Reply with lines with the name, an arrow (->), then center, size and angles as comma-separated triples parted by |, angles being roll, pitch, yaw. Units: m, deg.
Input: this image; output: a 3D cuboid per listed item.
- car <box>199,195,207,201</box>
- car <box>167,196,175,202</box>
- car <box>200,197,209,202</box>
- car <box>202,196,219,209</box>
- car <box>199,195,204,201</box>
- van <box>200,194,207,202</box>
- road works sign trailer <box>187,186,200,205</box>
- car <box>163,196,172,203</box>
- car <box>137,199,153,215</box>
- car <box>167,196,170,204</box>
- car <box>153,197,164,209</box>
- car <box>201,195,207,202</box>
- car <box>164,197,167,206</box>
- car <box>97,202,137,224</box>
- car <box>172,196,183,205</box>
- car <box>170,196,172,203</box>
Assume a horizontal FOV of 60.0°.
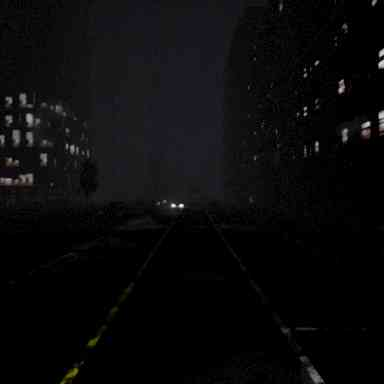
car -> 3.021, 1.660, 90.983 | 1.967, 1.590, 4.097 | 0, 0, 0
car -> -5.380, 1.776, 85.482 | 1.802, 1.307, 4.206 | 0, 0, 0
car -> 2.980, 1.767, 79.918 | 1.802, 1.307, 4.206 | 0, 0, 0
car -> 2.858, 1.646, 46.723 | 2.008, 1.369, 4.403 | 0, 0, 0
car -> 2.939, 1.592, 68.853 | 1.967, 1.590, 4.097 | 0, 0, 0
van -> 3.000, 1.544, 85.451 | 1.690, 1.788, 3.998 | 0, 0, 0
road works sign trailer -> 0.227, 0.596, 62.534 | 2.380, 3.560, 2.880 | 0, 0, 0
car -> -5.421, 1.684, 74.246 | 1.752, 1.417, 4.829 | 0, 0, 0
car -> -5.563, 1.586, 35.519 | 1.752, 1.417, 4.829 | 0, 0, 0
car -> -5.482, 1.664, 57.818 | 2.008, 1.369, 4.403 | 0, 0, 0
car -> -5.522, 1.638, 46.754 | 2.008, 1.369, 4.403 | 0, 0, 0
car -> 2.879, 1.660, 52.255 | 2.008, 1.369, 4.403 | 0, 0, 0
car -> -5.502, 1.540, 52.287 | 1.967, 1.590, 4.097 | 0, 0, 0
car -> -5.604, 1.478, 24.623 | 1.967, 1.590, 4.097 | 0, 0, 0
car -> -2.786, 1.734, 63.659 | 1.895, 1.301, 4.718 | 0, 0, 1
car -> -5.461, 1.673, 63.351 | 1.887, 1.381, 4.507 | 0, 0, 0
